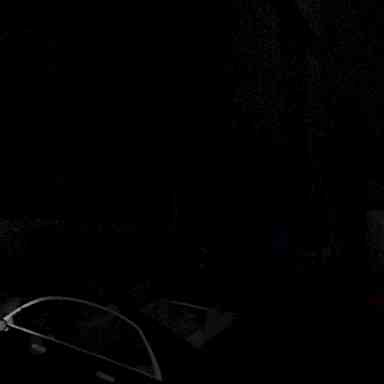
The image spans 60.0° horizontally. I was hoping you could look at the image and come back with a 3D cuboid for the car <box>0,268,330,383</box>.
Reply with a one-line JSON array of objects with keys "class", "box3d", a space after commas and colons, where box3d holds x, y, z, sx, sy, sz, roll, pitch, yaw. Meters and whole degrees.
[{"class": "car", "box3d": [-0.885, 1.575, 3.594, 4.403, 1.369, 2.008, -1, 0, 35]}]
